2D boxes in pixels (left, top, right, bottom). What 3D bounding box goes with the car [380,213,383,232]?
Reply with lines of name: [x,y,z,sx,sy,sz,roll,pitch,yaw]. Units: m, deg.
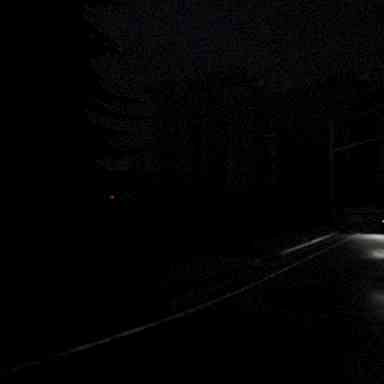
car: [12.681,1.638,20.128,1.812,1.442,4.674,-1,-1,37]
